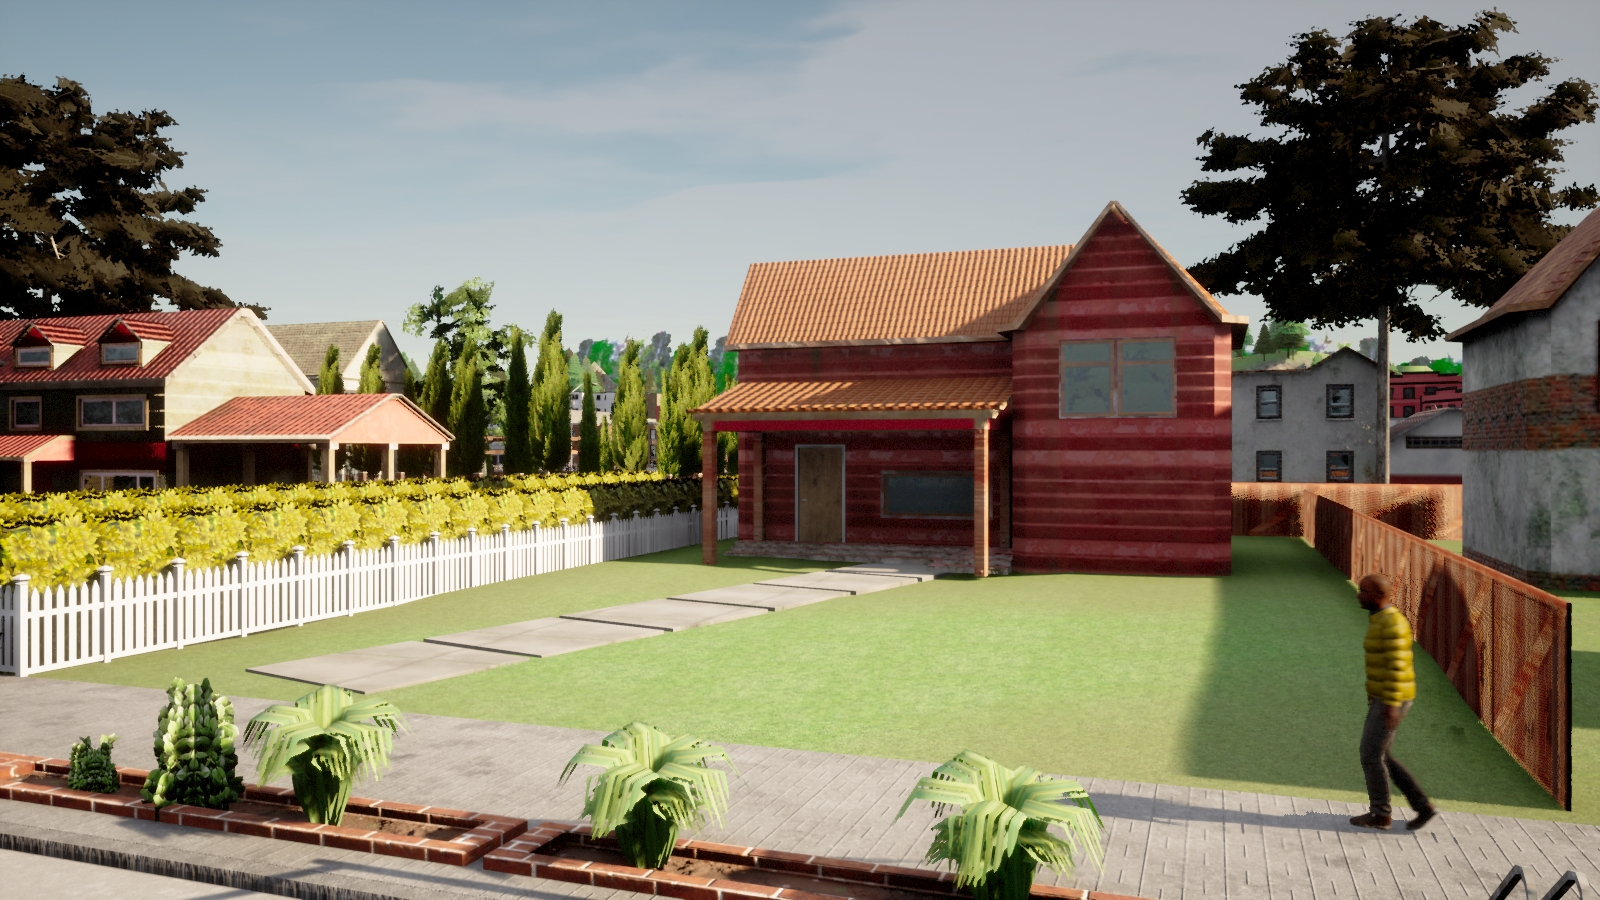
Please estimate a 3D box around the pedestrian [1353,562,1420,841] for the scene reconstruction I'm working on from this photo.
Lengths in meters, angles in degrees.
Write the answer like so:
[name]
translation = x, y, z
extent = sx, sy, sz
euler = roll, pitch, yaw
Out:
[pedestrian]
translation = 4.127, 1.744, 8.052
extent = 0.375, 1.860, 0.375
euler = 0, 0, 20
